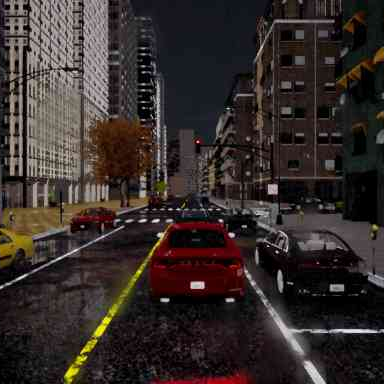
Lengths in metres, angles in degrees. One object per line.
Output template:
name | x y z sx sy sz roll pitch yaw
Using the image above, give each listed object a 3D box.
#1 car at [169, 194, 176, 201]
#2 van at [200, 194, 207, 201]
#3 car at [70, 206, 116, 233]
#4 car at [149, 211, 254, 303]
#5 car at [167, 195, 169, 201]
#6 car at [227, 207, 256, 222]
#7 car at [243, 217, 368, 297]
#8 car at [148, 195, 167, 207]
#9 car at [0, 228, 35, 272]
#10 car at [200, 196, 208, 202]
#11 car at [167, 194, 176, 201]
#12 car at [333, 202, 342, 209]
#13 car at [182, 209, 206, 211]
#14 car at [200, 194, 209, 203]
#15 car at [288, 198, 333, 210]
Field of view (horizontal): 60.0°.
car | -5.546 1.649 84.978 1.947 1.339 4.313 0 0 0
van | 2.835 1.424 84.964 1.690 1.788 3.998 0 0 0
car | -5.658 1.549 19.452 1.887 1.381 4.507 0 0 0
car | 0.105 1.478 8.278 1.882 1.535 5.008 0 0 0
car | -5.593 1.607 57.363 1.947 1.339 4.313 0 0 0
car | 2.722 1.555 19.438 2.008 1.369 4.403 0 0 0
car | 2.703 1.551 8.372 2.008 1.369 4.403 0 0 0
car | -5.603 1.349 51.841 2.192 1.841 5.009 0 0 0
car | -5.677 1.526 8.217 1.752 1.417 4.829 0 0 0
car | 2.826 1.599 79.610 1.752 1.417 4.829 0 0 0
car | -5.537 1.409 90.500 2.192 1.841 5.009 0 0 0
car | 18.889 1.259 38.870 4.829 1.417 1.752 -1 1 0
car | 0.118 1.605 18.369 1.895 1.301 4.718 0 0 0
car | 2.816 1.630 73.917 1.947 1.339 4.313 0 0 0
car | 13.492 1.359 38.825 4.403 1.369 2.008 -1 1 0
